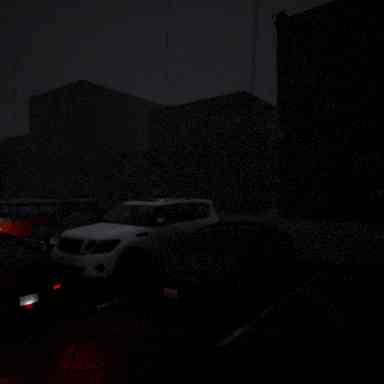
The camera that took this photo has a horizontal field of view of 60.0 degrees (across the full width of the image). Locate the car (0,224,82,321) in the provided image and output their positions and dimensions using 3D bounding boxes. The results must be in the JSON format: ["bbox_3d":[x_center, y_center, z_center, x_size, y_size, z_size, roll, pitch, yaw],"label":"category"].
[{"bbox_3d":[-4.435,1.523,6.593,4.674,1.442,1.812,0,0,36],"label":"car"}]

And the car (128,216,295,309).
[{"bbox_3d":[0.999,1.510,8.232,2.163,1.488,4.792,0,0,36],"label":"car"}]

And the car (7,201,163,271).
[{"bbox_3d":[-3.437,1.349,11.511,2.185,1.767,4.553,0,0,36],"label":"car"}]

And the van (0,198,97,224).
[{"bbox_3d":[-5.759,1.243,13.007,1.878,1.987,4.442,0,0,36],"label":"van"}]
